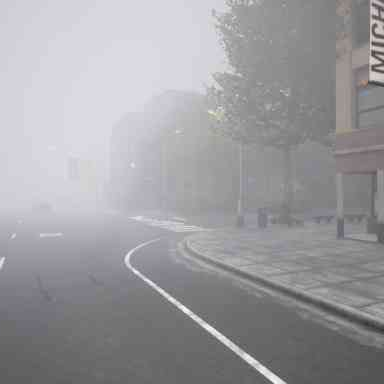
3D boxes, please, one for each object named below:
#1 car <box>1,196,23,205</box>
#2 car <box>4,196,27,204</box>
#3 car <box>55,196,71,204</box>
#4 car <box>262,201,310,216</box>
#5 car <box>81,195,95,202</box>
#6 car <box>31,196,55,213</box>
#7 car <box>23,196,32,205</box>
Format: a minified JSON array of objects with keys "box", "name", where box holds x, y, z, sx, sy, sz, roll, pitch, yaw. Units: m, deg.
[{"box":[-30.942,1.600,58.319,1.895,1.301,4.718,0,0,-4],"name":"car"},{"box":[-34.540,1.499,65.210,1.837,1.490,4.892,0,0,2],"name":"car"},{"box":[-23.869,1.525,61.453,1.812,1.442,4.674,0,0,-2],"name":"car"},{"box":[9.294,1.547,33.130,5.357,1.411,2.033,0,0,-26],"name":"car"},{"box":[-24.375,1.524,79.043,1.812,1.442,4.674,0,0,25],"name":"car"},{"box":[-16.482,1.525,36.614,1.812,1.442,4.674,0,0,-26],"name":"car"},{"box":[-27.197,1.491,58.524,2.128,1.511,4.902,0,0,-5],"name":"car"}]
